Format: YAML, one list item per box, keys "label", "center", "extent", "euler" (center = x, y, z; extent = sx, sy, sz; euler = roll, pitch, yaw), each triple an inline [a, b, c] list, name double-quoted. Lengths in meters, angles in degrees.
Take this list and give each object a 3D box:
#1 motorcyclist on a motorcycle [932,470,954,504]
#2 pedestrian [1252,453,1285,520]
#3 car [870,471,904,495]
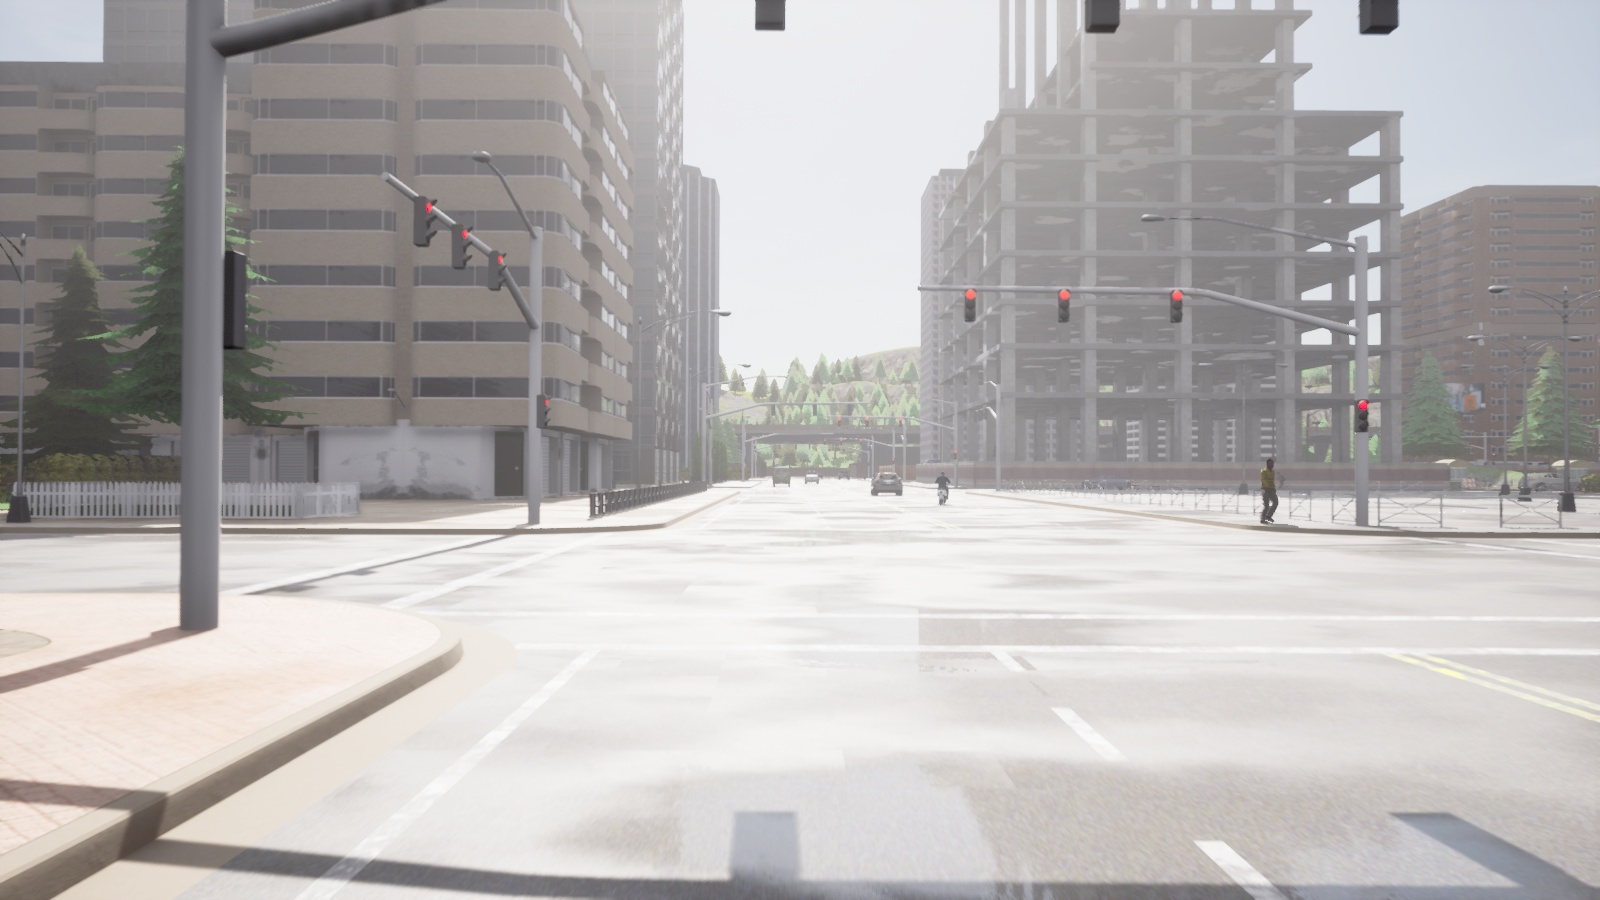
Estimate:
- label: "motorcyclist on a motorcycle"
  center: [6.806, 1.742, 59.683]
  extent: [0.866, 1.590, 1.817]
  euler: [0, -1, 13]
- label: "pedestrian"
  center: [12.882, 1.001, 34.521]
  extent: [0.431, 1.840, 0.709]
  euler: [0, -1, -29]
- label: "car"
  center: [5.616, 2.123, 81.396]
  extent: [1.970, 1.475, 3.806]
  euler: [0, -1, 0]
